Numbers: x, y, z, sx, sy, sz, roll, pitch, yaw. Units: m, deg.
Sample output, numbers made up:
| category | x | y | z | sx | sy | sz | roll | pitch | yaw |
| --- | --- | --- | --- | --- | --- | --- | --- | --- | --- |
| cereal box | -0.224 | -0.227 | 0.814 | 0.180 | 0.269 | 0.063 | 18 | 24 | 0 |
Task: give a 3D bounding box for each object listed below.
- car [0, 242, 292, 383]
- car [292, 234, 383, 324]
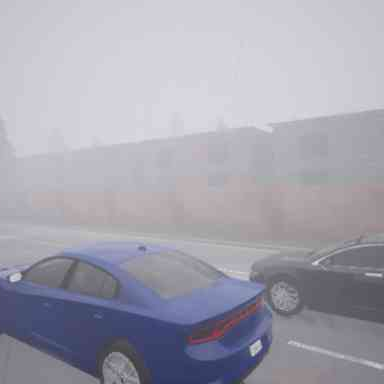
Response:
| category | x | y | z | sx | sy | sz | roll | pitch | yaw |
| --- | --- | --- | --- | --- | --- | --- | --- | --- | --- |
| car | -1.343 | 1.493 | 4.948 | 5.008 | 1.535 | 1.882 | 0 | 0 | 35 |
| car | 3.385 | 1.507 | 5.877 | 4.892 | 1.490 | 1.837 | 0 | 0 | 35 |
